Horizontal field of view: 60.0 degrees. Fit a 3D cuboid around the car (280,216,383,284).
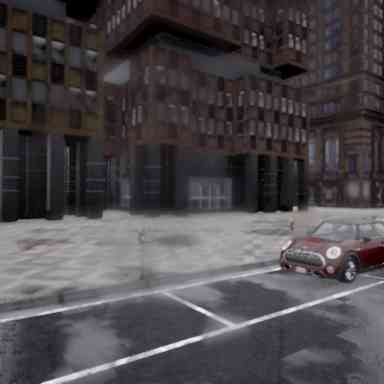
[{"bbox_3d":[4.475,1.533,9.850,4.097,1.590,1.967,1,0,-36],"label":"car"}]
